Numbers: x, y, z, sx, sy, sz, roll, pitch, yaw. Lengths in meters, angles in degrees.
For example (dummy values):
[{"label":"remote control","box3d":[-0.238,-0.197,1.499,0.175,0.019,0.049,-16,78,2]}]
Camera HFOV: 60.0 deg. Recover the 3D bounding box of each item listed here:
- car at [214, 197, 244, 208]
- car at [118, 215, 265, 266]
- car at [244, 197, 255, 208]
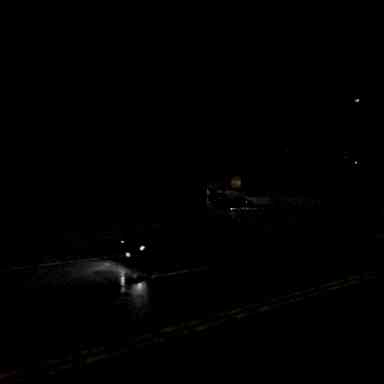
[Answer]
[{"label":"car","box3d":[5.500,1.789,52.549,1.837,1.490,4.892,0,-1,-36]},{"label":"car","box3d":[0.193,1.550,11.806,5.357,1.411,2.033,0,0,-35]},{"label":"car","box3d":[8.164,1.635,54.422,2.097,1.767,4.553,0,0,-36]}]
